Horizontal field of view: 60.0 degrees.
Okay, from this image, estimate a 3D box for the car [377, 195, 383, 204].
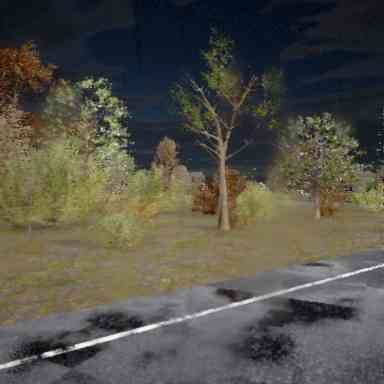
[{"bbox_3d":[30.246,1.212,56.518,2.097,1.767,4.553,0,0,-37],"label":"car"}]
